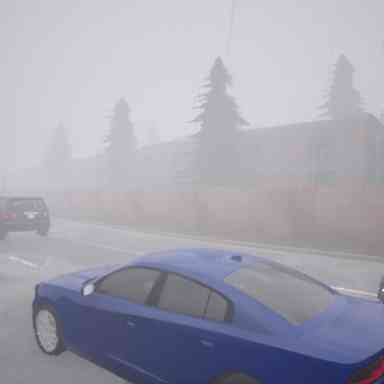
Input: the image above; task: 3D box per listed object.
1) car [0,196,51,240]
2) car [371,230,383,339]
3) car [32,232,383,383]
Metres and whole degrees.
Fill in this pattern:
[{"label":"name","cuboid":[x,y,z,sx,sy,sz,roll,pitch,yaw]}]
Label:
[{"label":"car","cuboid":[-9.287,1.225,17.331,2.150,2.045,5.566,0,0,-43]},{"label":"car","cuboid":[5.350,1.540,4.599,4.892,1.490,1.837,0,0,34]},{"label":"car","cuboid":[-0.150,1.489,4.309,5.008,1.535,1.882,0,0,37]}]
